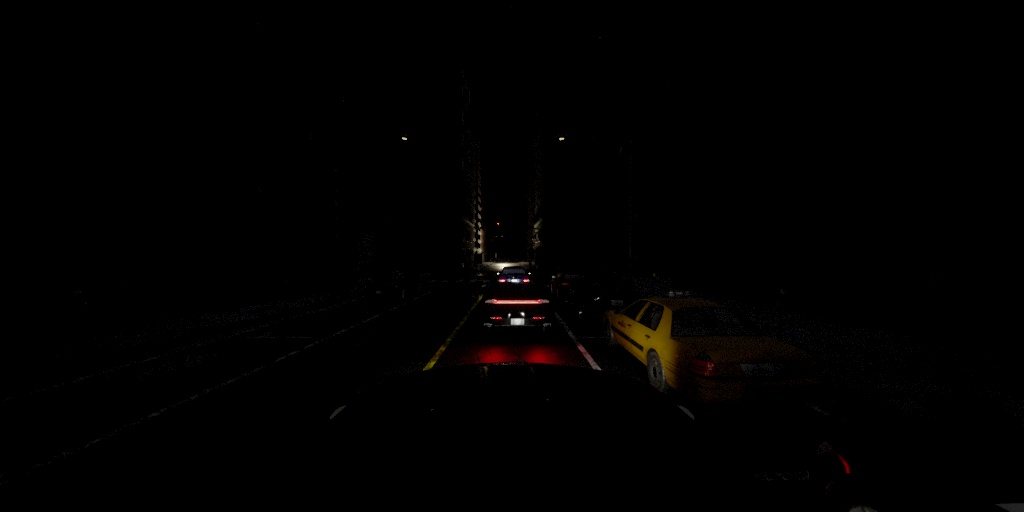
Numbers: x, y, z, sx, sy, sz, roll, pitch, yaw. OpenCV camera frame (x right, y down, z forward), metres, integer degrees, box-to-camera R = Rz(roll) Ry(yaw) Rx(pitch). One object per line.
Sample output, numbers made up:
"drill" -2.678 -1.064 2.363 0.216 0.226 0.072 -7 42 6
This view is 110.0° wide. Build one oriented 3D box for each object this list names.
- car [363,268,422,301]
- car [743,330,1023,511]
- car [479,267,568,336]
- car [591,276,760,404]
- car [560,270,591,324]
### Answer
"car" -5.661 1.289 17.430 1.888 1.381 4.507 0 0 0
"car" 2.872 1.301 0.669 2.007 1.370 4.403 0 0 0
"car" 0.108 1.239 10.367 2.128 1.511 4.902 0 0 0
"car" 2.877 1.274 6.425 1.751 1.417 4.829 0 0 0
"car" 2.880 1.312 11.841 1.948 1.339 4.313 0 0 0
